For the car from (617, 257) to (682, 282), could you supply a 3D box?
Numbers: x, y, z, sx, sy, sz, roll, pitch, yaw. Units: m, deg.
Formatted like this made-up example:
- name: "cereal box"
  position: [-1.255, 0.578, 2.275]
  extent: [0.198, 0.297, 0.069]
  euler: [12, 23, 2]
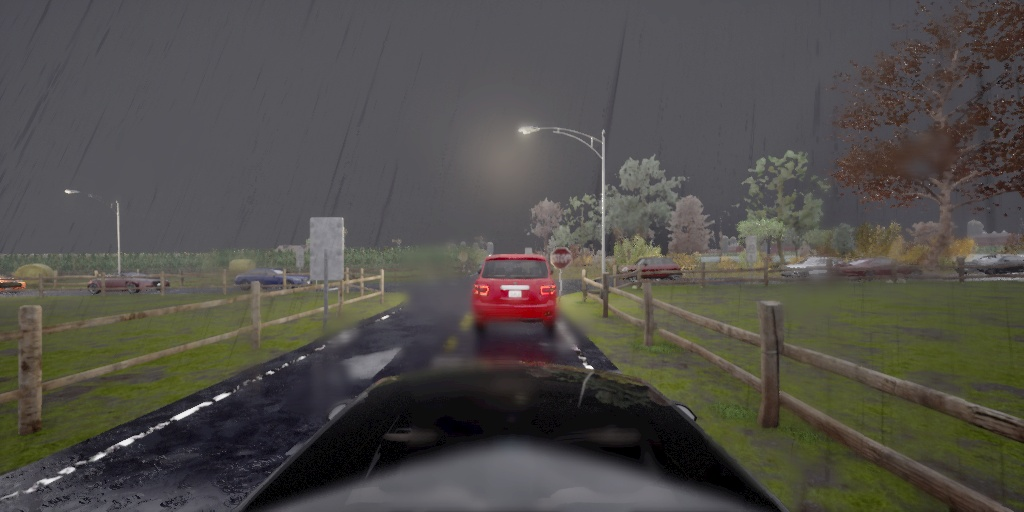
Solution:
- name: "car"
  position: [9.819, 0.907, 26.222]
  extent: [4.553, 1.767, 2.097]
  euler: [-1, 0, -2]

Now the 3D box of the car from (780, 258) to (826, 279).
- name: "car"
  position: [22.253, 0.862, 26.206]
  extent: [4.674, 1.442, 1.812]
  euler: [-1, 0, 1]

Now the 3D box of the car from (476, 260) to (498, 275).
- name: "car"
  position: [-2.805, 1.267, 40.891]
  extent: [2.128, 1.511, 4.902]
  euler: [0, 0, 0]

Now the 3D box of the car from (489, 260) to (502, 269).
- name: "car"
  position: [-2.758, 1.353, 61.058]
  extent: [2.033, 1.411, 5.357]
  euler: [0, 0, 1]

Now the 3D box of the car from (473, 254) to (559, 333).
- name: "car"
  position: [0.150, 0.971, 10.942]
  extent: [2.150, 2.045, 5.566]
  euler: [0, 0, 2]

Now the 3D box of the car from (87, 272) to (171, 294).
- name: "car"
  position: [-25.782, 1.777, 24.203]
  extent: [4.181, 1.385, 1.994]
  euler: [-1, 0, 1]

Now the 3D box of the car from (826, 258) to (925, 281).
- name: "car"
  position: [23.699, 0.842, 23.252]
  extent: [4.674, 1.442, 1.812]
  euler: [-1, 0, 1]

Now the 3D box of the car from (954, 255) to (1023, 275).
- name: "car"
  position: [35.145, 0.642, 25.955]
  extent: [4.674, 1.442, 1.812]
  euler: [-1, 0, 1]

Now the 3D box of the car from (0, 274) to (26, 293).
- name: "car"
  position: [-36.355, 1.765, 24.418]
  extent: [4.553, 1.767, 2.097]
  euler: [-1, 0, 1]

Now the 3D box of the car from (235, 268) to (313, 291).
- name: "car"
  position: [-15.864, 1.553, 23.968]
  extent: [4.674, 1.442, 1.812]
  euler: [-1, 0, 3]
